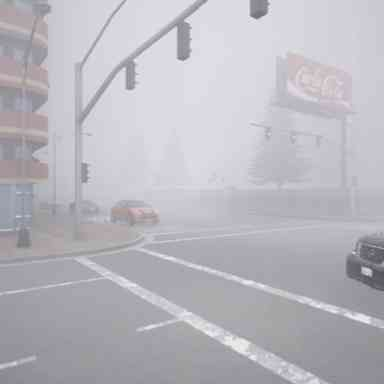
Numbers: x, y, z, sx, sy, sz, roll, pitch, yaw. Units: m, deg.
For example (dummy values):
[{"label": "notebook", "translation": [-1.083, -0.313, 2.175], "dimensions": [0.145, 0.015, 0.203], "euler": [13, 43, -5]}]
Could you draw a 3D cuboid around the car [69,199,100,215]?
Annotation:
[{"label": "car", "translation": [-10.715, 1.491, 33.038], "dimensions": [2.128, 1.511, 4.902], "euler": [0, 0, -36]}]

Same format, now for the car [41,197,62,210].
[{"label": "car", "translation": [-18.688, 1.479, 44.105], "dimensions": [1.882, 1.535, 5.008], "euler": [0, 1, -36]}]

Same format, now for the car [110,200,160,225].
[{"label": "car", "translation": [-4.174, 1.353, 23.984], "dimensions": [2.097, 1.767, 4.553], "euler": [0, 0, -36]}]

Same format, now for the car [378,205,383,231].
[{"label": "car", "translation": [13.101, 1.529, 18.352], "dimensions": [1.812, 1.442, 4.674], "euler": [0, 0, -36]}]

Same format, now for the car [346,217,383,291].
[{"label": "car", "translation": [6.199, 1.223, 6.971], "dimensions": [5.566, 2.045, 2.150], "euler": [0, -1, -8]}]
